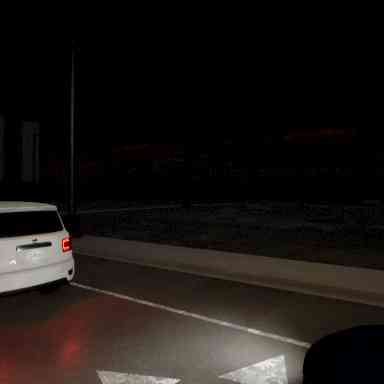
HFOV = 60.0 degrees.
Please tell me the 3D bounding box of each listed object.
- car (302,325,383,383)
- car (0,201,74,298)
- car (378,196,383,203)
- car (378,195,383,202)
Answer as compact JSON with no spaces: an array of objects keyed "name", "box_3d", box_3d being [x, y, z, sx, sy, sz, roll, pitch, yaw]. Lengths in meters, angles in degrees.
[{"name":"car","box_3d":[3.005,1.516,1.843,4.674,1.442,1.812,0,0,35]},{"name":"car","box_3d":[-5.032,1.220,7.576,5.566,2.045,2.150,0,0,35]},{"name":"car","box_3d":[39.921,1.527,67.903,2.038,1.542,4.974,1,1,6]},{"name":"car","box_3d":[39.927,1.369,67.953,1.853,1.218,4.536,1,1,6]}]
